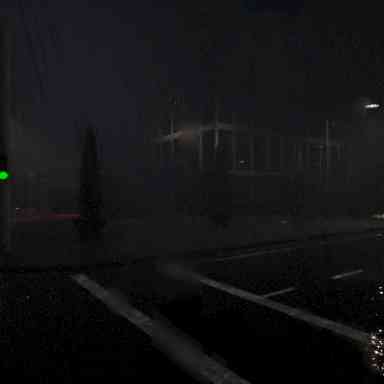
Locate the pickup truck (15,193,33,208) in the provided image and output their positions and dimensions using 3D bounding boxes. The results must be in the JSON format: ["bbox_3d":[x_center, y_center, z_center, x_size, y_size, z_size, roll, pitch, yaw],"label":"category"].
[{"bbox_3d":[-21.325,1.046,42.096,2.390,2.098,6.274,0,0,-6],"label":"pickup truck"}]
